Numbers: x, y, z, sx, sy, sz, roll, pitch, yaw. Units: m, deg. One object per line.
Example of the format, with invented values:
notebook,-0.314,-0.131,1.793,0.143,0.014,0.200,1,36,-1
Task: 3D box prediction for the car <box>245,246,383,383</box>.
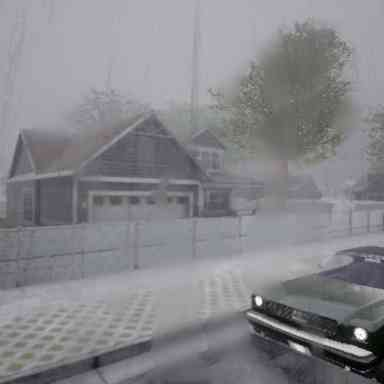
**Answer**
car,3.085,1.676,5.564,4.718,1.301,1.895,1,-1,-38
